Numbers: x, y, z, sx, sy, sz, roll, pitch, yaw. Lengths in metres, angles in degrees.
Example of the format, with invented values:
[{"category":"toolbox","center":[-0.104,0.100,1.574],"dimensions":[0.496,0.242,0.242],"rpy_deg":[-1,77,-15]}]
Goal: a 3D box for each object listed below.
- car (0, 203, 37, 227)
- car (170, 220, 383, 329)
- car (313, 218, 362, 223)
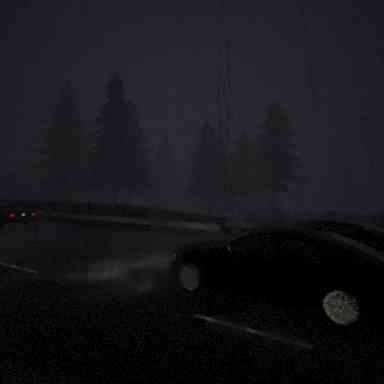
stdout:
[{"category":"car","center":[-12.040,1.384,21.173],"dimensions":[5.357,1.411,2.033],"rpy_deg":[1,0,35]},{"category":"car","center":[1.801,1.459,7.007],"dimensions":[5.008,1.535,1.882],"rpy_deg":[1,0,35]},{"category":"car","center":[3.838,1.507,9.853],"dimensions":[4.674,1.442,1.812],"rpy_deg":[1,0,35]}]
